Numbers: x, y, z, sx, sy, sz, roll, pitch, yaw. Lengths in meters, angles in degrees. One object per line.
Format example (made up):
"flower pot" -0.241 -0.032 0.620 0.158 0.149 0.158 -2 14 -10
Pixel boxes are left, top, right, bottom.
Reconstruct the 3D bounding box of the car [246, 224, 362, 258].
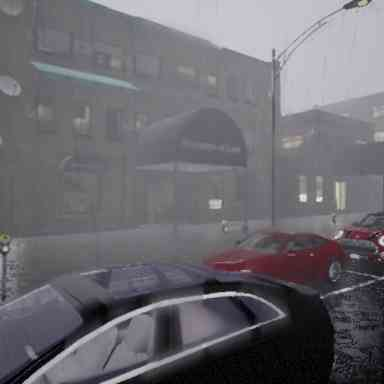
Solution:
"car" 2.047 1.570 8.007 4.206 1.307 1.802 0 1 -35

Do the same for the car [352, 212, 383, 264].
"car" 6.554 1.417 11.217 4.097 1.590 1.967 0 1 -35

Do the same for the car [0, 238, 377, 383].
"car" -0.754 1.490 2.840 4.902 1.511 2.128 0 0 -35
